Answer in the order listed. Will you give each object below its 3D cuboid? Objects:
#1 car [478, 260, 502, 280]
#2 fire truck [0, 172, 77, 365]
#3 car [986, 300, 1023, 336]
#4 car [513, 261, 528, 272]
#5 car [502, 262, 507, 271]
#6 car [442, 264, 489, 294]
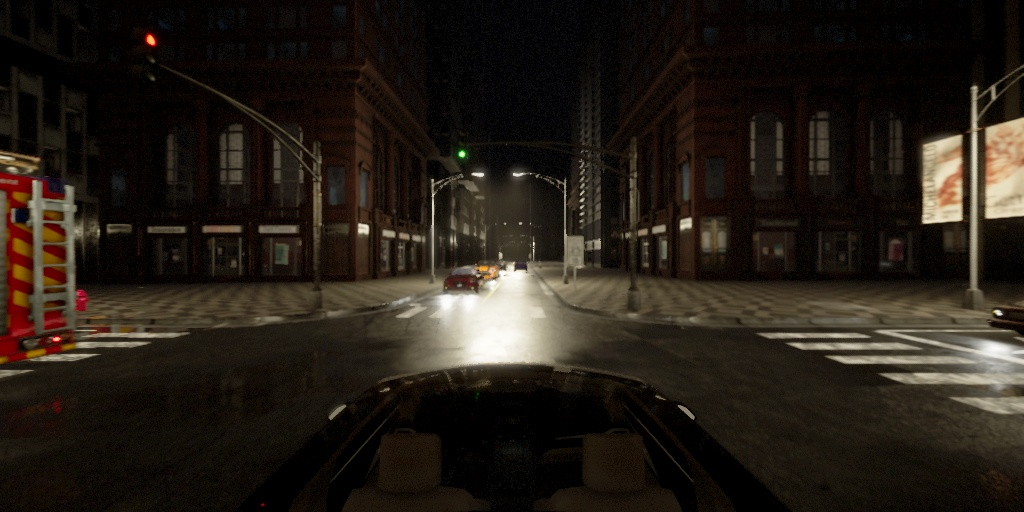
[{"bbox_3d":[-2.371,1.211,32.650,2.097,1.767,4.553,0,0,2],"label":"car"},{"bbox_3d":[-11.837,0.168,5.049,8.468,3.827,2.891,-1,0,2],"label":"fire truck"},{"bbox_3d":[13.917,1.217,7.645,5.357,1.411,2.033,0,0,2],"label":"car"},{"bbox_3d":[1.240,1.394,50.257,1.882,1.535,5.008,0,0,2],"label":"car"},{"bbox_3d":[-1.767,1.413,51.332,2.128,1.511,4.902,0,0,2],"label":"car"},{"bbox_3d":[-2.717,1.385,20.988,1.994,1.385,4.181,0,0,2],"label":"car"}]
